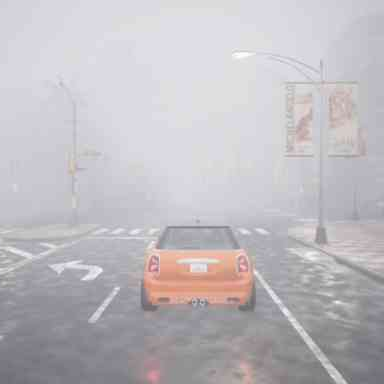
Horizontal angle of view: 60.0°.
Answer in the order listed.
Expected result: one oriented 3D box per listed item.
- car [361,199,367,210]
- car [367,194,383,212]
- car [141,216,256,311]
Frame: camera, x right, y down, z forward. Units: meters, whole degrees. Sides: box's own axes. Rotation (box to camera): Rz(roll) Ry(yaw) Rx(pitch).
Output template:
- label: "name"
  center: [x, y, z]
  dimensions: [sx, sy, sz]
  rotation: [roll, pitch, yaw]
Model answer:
- label: "car"
  center: [23.235, 1.202, 39.676]
  dimensions: [5.566, 2.045, 2.150]
  rotation: [0, 0, 1]
- label: "car"
  center: [22.106, 1.335, 36.181]
  dimensions: [4.553, 1.767, 2.097]
  rotation: [0, 0, 1]
- label: "car"
  center: [0.117, 1.348, 7.916]
  dimensions: [2.097, 1.767, 4.553]
  rotation: [0, 0, 0]
